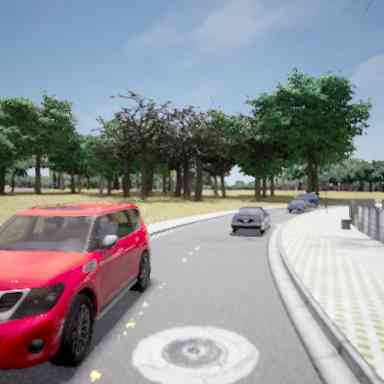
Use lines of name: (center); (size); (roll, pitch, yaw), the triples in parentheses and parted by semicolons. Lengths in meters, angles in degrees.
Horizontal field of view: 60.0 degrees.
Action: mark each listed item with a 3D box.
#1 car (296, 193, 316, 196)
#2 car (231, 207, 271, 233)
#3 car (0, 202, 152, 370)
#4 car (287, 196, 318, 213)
car: (15.818, 1.204, 46.863); (2.150, 2.045, 5.566); (-2, -1, 42)
car: (3.679, 1.597, 20.165); (2.033, 1.411, 5.357); (0, 0, 18)
car: (-2.314, 1.260, 6.289); (2.150, 2.045, 5.566); (0, 0, 7)
car: (12.336, 1.554, 37.557); (2.033, 1.411, 5.357); (-1, 0, 34)
